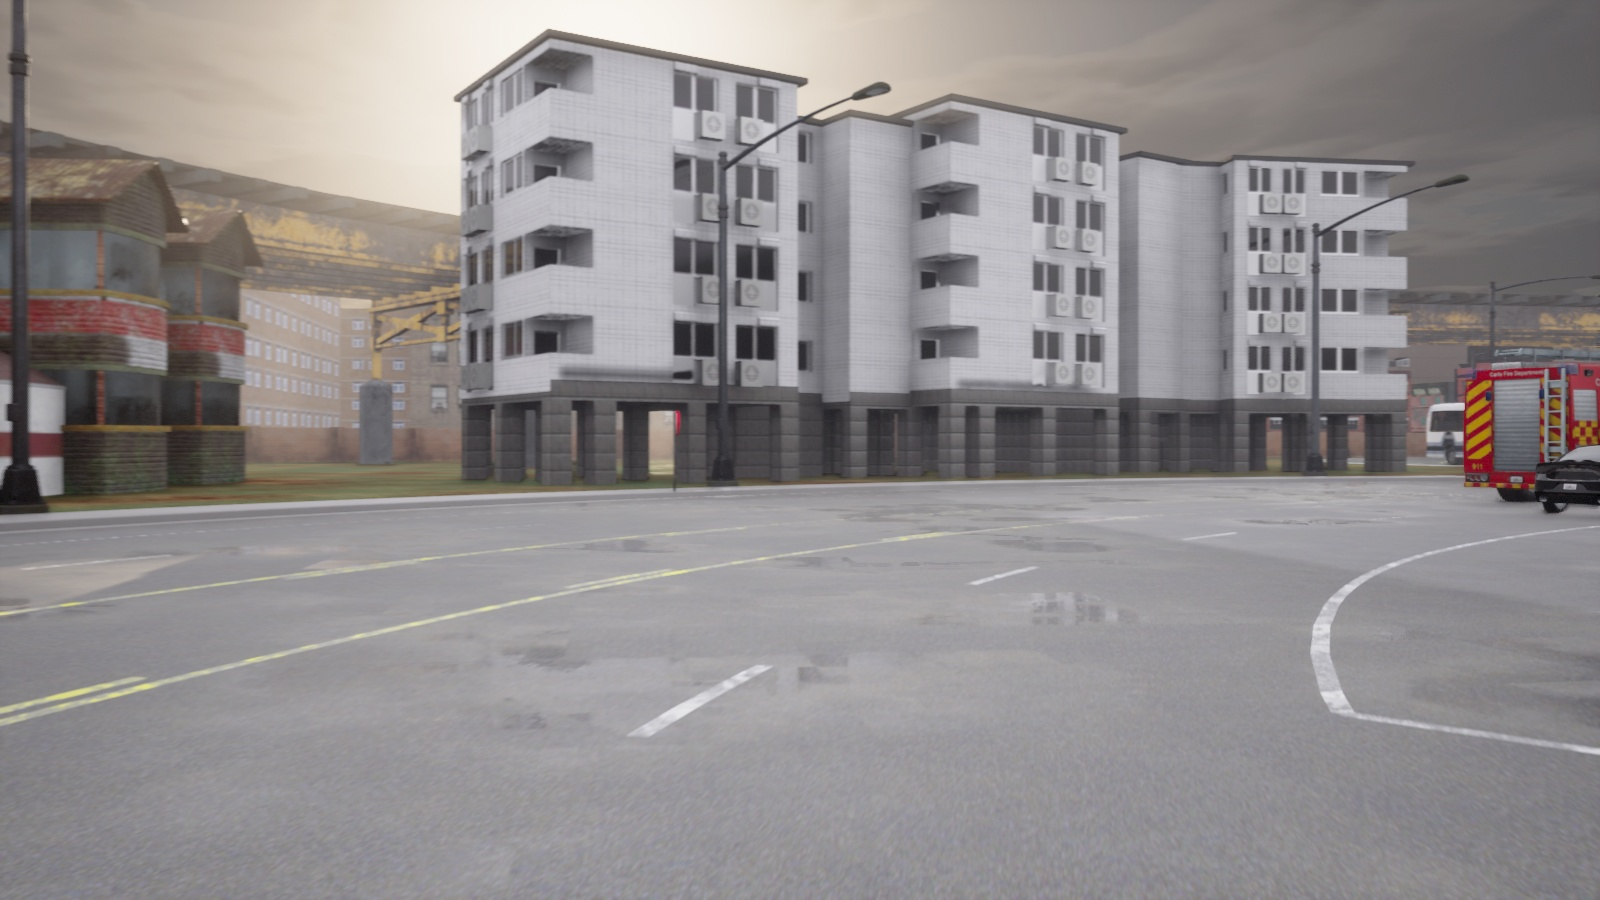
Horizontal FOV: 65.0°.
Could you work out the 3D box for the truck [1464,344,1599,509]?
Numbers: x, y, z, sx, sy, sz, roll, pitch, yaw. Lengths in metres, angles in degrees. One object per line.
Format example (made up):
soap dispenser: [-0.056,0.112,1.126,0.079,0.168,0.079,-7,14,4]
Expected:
truck: [21.306,-0.556,32.342,8.468,3.827,2.891,0,0,-25]

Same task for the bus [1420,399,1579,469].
bus: [44.812,-0.993,81.029,3.944,4.253,10.273,0,0,-4]

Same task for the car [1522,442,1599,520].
car: [17.680,0.611,26.697,5.008,1.535,1.882,0,0,-32]
